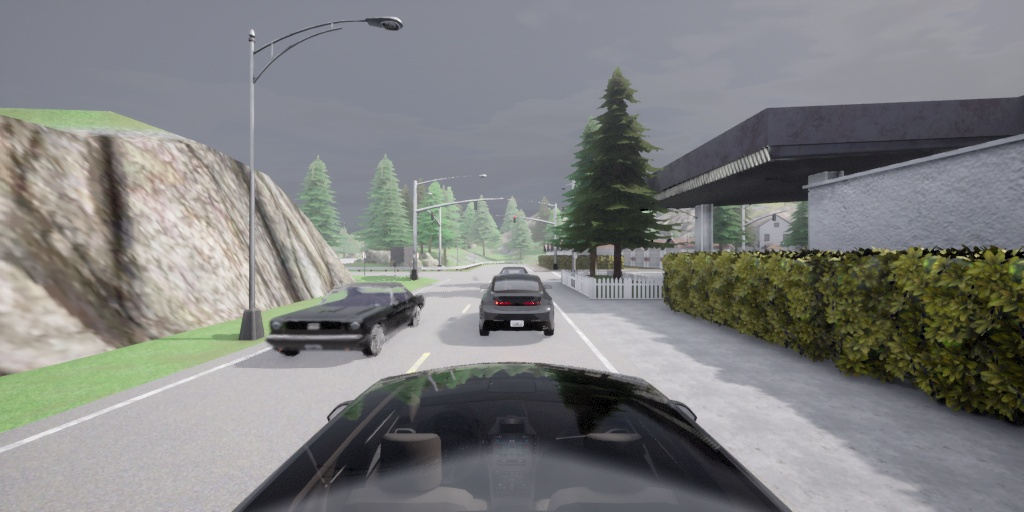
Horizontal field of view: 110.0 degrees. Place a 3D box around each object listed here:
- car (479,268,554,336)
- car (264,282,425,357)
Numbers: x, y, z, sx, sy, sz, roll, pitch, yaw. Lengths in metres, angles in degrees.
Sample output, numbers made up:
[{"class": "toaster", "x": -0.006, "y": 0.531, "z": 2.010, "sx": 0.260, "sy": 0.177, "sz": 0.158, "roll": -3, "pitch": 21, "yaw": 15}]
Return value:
[{"class": "car", "x": 0.117, "y": 1.255, "z": 10.376, "sx": 1.837, "sy": 1.490, "sz": 4.892, "roll": 0, "pitch": 0, "yaw": 0}, {"class": "car", "x": -3.581, "y": 1.351, "z": 8.692, "sx": 1.895, "sy": 1.301, "sz": 4.718, "roll": 0, "pitch": 0, "yaw": 0}]
